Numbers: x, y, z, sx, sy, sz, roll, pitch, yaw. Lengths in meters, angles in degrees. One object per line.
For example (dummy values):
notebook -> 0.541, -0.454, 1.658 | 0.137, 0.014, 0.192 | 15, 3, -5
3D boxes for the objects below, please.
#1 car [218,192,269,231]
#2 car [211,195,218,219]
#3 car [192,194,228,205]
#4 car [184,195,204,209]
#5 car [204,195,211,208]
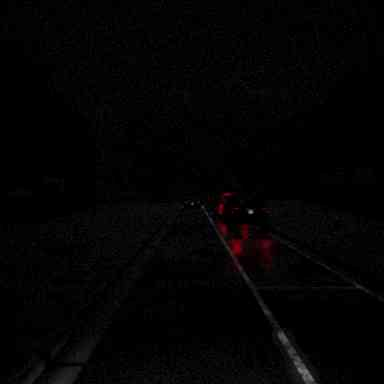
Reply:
car -> 2.994, 1.093, 19.605 | 2.150, 2.045, 5.566 | 0, 0, 0
car -> 2.999, 1.050, 26.606 | 2.150, 2.045, 5.566 | 0, 0, 0
car -> 2.904, 1.148, 52.915 | 5.357, 1.411, 2.033 | -2, 2, -27
car -> 0.066, 1.309, 39.825 | 1.994, 1.385, 4.181 | 0, 0, 1
car -> 2.653, 1.274, 42.755 | 1.887, 1.381, 4.507 | -1, 0, 0
